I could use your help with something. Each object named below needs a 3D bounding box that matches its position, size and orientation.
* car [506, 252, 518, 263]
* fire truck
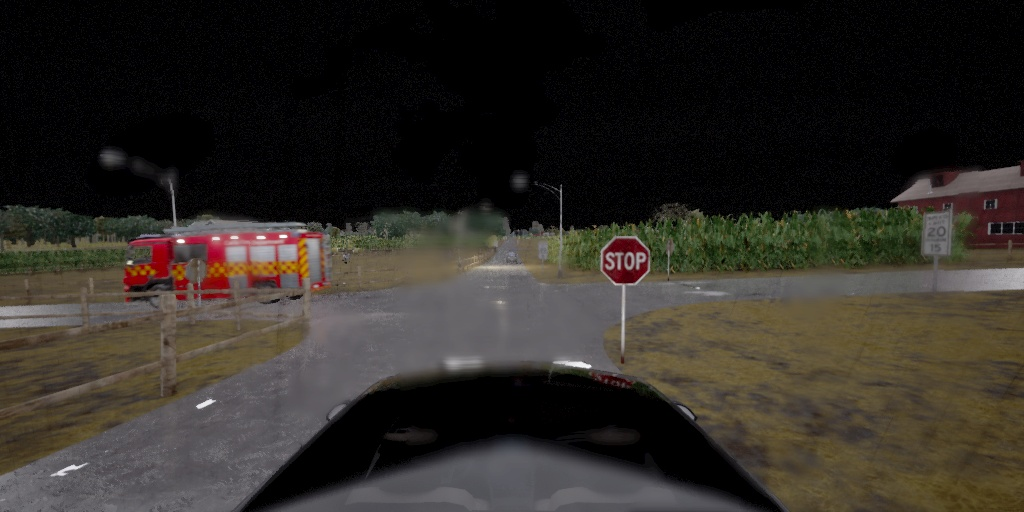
[{"bbox_3d":[-0.036,0.409,62.187,2.128,1.511,4.902,0,2,0],"label":"car"},{"bbox_3d":[-13.994,0.431,18.065,8.468,3.827,2.891,-3,3,0],"label":"fire truck"}]
